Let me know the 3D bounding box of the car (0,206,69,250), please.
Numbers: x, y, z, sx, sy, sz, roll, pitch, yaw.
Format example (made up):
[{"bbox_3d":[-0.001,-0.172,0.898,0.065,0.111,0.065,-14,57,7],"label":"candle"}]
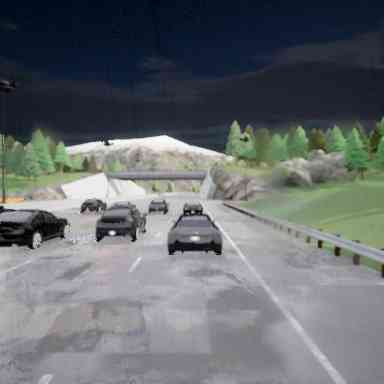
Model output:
[{"bbox_3d":[-6.900,1.463,14.225,1.882,1.535,5.008,0,0,0],"label":"car"}]

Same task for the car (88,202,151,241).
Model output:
[{"bbox_3d":[-3.400,1.488,16.592,1.837,1.490,4.892,0,0,0],"label":"car"}]

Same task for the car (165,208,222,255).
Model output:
[{"bbox_3d":[0.101,1.550,13.323,1.994,1.385,4.181,0,0,0],"label":"car"}]

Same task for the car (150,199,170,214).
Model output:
[{"bbox_3d":[-3.401,1.455,34.800,2.128,1.511,4.902,0,0,0],"label":"car"}]

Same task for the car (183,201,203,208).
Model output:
[{"bbox_3d":[0.100,1.566,32.941,1.895,1.301,4.718,0,0,0],"label":"car"}]

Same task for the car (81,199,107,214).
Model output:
[{"bbox_3d":[-10.401,1.468,35.583,1.837,1.490,4.892,0,0,0],"label":"car"}]
